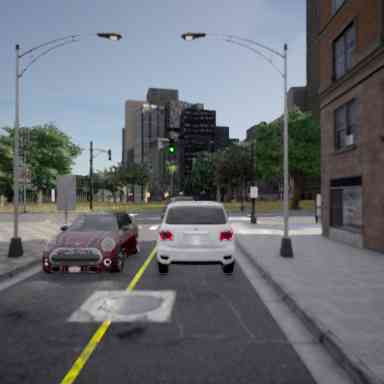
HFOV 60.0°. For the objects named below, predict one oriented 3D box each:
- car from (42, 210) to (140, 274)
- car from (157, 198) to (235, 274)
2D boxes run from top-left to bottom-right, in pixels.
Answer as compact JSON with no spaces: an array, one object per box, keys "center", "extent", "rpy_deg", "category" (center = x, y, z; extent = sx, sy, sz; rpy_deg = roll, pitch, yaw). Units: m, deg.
[{"center":[-3.067,1.452,10.980],"extent":[2.097,1.767,4.553],"rpy_deg":[0,0,0],"category":"car"},{"center":[0.106,1.321,11.100],"extent":[2.150,2.045,5.566],"rpy_deg":[0,-1,0],"category":"car"}]
